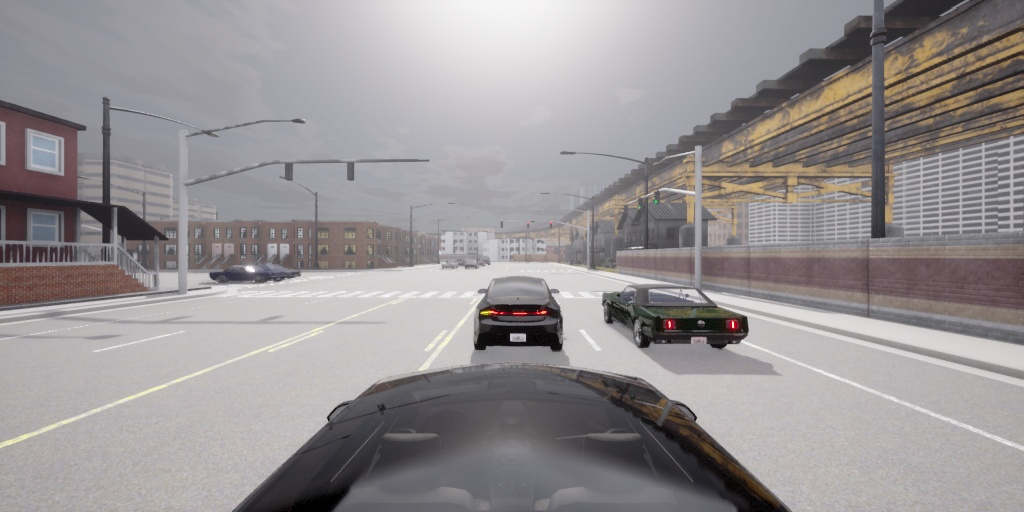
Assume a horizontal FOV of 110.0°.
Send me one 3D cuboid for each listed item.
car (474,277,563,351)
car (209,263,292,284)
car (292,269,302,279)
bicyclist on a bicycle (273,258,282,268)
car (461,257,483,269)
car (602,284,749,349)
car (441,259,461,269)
[{"bbox_3d":[0.161,1.255,9.015,1.837,1.490,4.892,0,0,1],"label":"car"},{"bbox_3d":[-19.231,1.351,26.285,4.718,1.301,1.895,0,0,4],"label":"car"},{"bbox_3d":[-20.799,1.297,30.126,5.357,1.411,2.033,0,0,0],"label":"car"},{"bbox_3d":[-30.543,1.050,46.686,0.582,1.620,1.656,0,0,1],"label":"bicyclist on a bicycle"},{"bbox_3d":[-6.307,1.297,56.936,2.033,1.411,5.357,0,0,1],"label":"car"},{"bbox_3d":[3.667,1.351,9.155,1.895,1.301,4.718,0,0,1],"label":"car"},{"bbox_3d":[-9.814,1.351,56.664,1.895,1.301,4.718,0,0,2],"label":"car"}]
